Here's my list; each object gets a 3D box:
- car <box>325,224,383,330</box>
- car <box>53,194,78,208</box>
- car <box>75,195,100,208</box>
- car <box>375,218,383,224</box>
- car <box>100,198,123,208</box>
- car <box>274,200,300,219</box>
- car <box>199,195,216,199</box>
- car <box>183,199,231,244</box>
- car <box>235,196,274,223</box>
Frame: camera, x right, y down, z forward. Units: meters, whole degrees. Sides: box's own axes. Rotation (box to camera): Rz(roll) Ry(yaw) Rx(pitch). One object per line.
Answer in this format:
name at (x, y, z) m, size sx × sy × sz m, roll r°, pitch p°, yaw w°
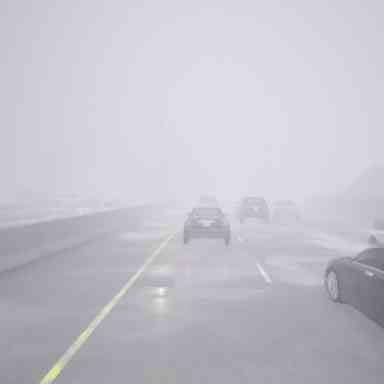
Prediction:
car at (3.766, 1.548, 5.372) m, size 1.837 × 1.490 × 4.892 m, roll 0°, pitch 0°, yaw 2°
car at (-18.771, 1.250, 50.062) m, size 2.150 × 2.045 × 5.566 m, roll 0°, pitch 0°, yaw 3°
car at (-15.265, 1.547, 50.112) m, size 2.128 × 1.511 × 4.902 m, roll 0°, pitch 0°, yaw 3°
car at (7.464, 1.611, 10.570) m, size 1.812 × 1.442 × 4.674 m, roll 0°, pitch 0°, yaw 2°
car at (-11.766, 1.644, 49.995) m, size 1.994 × 1.385 × 4.181 m, roll 0°, pitch 0°, yaw 3°
car at (8.432, 1.508, 30.939) m, size 2.097 × 1.767 × 4.553 m, roll 0°, pitch 0°, yaw 3°
car at (1.686, 1.348, 36.267) m, size 2.150 × 2.045 × 5.566 m, roll 0°, pitch 0°, yaw 3°
car at (0.727, 1.409, 16.380) m, size 2.097 × 1.767 × 4.553 m, roll 0°, pitch 0°, yaw 3°
car at (4.716, 1.338, 26.593) m, size 2.150 × 2.045 × 5.566 m, roll 0°, pitch 0°, yaw 3°
